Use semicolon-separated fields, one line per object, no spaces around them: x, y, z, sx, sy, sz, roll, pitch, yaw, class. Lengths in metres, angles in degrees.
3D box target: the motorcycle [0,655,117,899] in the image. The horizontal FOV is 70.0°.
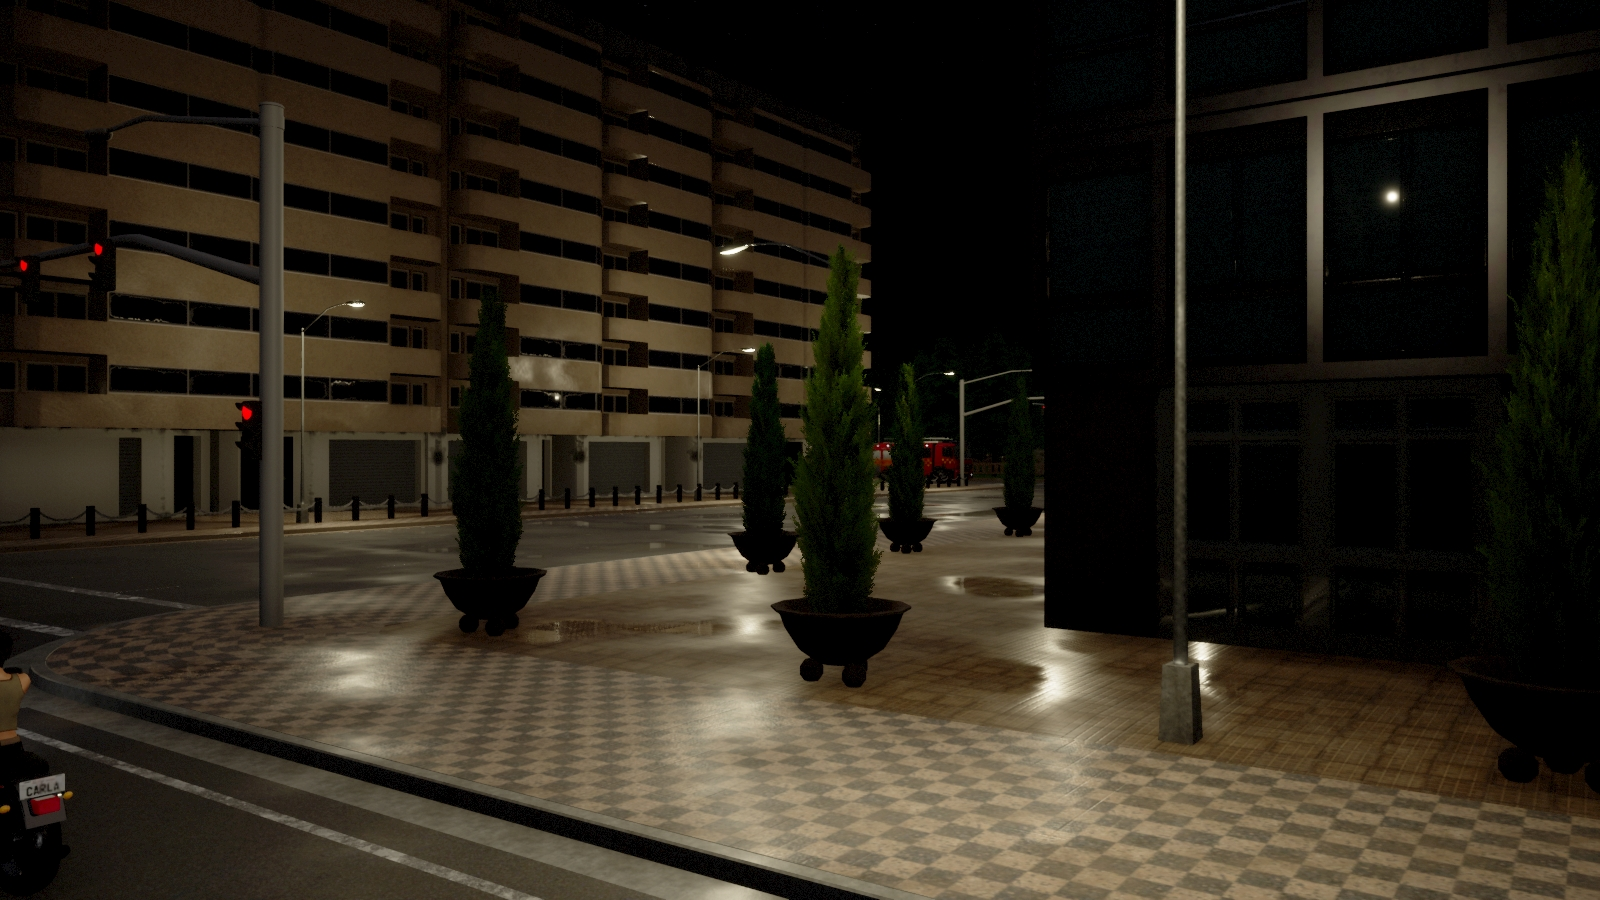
-5.562;2.151;7.682;2.356;1.307;0.764;0;0;35;motorcycle
